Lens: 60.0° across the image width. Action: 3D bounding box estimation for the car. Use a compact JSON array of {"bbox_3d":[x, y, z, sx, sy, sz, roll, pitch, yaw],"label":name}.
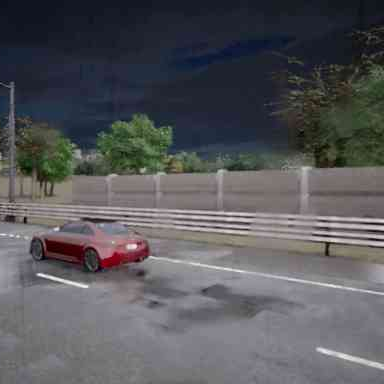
[{"bbox_3d":[-3.350,1.535,10.681,4.181,1.385,1.994,0,0,35],"label":"car"}]
